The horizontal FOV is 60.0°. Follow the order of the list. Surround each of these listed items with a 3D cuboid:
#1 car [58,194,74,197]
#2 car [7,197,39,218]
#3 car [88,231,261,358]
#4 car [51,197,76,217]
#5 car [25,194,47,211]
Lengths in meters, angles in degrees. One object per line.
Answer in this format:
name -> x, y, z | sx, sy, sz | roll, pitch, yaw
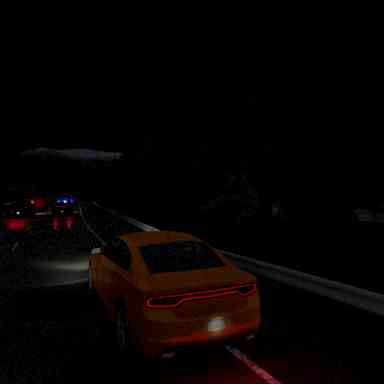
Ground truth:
car -> -15.668, 1.221, 41.358 | 2.150, 2.045, 5.566 | 0, 0, -19
car -> -15.348, 1.505, 30.064 | 1.837, 1.490, 4.892 | 0, 0, -20
car -> -0.746, 1.478, 6.315 | 1.882, 1.535, 5.008 | 0, 0, -25
car -> -12.183, 1.492, 31.479 | 2.128, 1.511, 4.902 | 0, 0, -19
car -> -18.825, 1.221, 39.944 | 2.150, 2.045, 5.566 | 0, 0, -19
